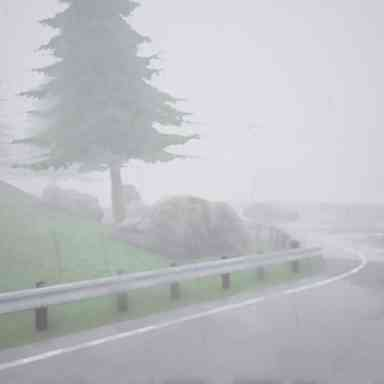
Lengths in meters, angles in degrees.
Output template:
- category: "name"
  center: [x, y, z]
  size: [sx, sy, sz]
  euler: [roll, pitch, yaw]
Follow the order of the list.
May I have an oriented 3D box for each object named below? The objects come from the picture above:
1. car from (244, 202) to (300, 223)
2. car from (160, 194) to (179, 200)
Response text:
- category: "car"
  center: [6.420, 1.580, 27.145]
  size: [1.882, 1.535, 5.008]
  euler: [0, 0, -34]
- category: "car"
  center: [-2.542, 1.342, 46.606]
  size: [2.150, 2.045, 5.566]
  euler: [0, 0, -34]
